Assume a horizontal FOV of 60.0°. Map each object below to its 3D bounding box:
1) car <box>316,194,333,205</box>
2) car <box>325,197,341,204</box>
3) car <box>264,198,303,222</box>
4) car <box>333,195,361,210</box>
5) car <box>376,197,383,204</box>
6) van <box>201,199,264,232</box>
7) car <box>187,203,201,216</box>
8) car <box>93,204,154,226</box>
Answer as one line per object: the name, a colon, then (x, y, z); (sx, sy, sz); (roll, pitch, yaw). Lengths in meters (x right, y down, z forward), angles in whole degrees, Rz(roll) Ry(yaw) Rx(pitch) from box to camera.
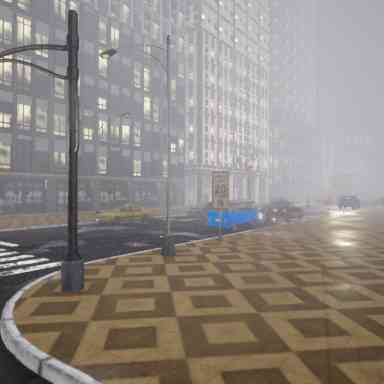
car: (25.007, 1.380, 62.599); (2.192, 1.841, 5.009); (0, 0, 38)
car: (28.397, 1.624, 67.011); (2.008, 1.369, 4.403); (0, 0, 38)
car: (7.527, 1.472, 26.914); (1.967, 1.590, 4.097); (0, 0, 38)
car: (21.086, 1.368, 44.562); (2.192, 1.841, 5.009); (0, 0, 38)
car: (38.034, 1.658, 66.620); (1.947, 1.339, 4.313); (0, 0, 38)
van: (2.571, 1.368, 20.280); (1.690, 1.788, 3.998); (0, 0, 38)
car: (1.279, 1.604, 31.715); (1.802, 1.307, 4.206); (0, 0, 38)
car: (-4.822, 1.540, 23.987); (1.752, 1.417, 4.829); (0, 0, 38)
